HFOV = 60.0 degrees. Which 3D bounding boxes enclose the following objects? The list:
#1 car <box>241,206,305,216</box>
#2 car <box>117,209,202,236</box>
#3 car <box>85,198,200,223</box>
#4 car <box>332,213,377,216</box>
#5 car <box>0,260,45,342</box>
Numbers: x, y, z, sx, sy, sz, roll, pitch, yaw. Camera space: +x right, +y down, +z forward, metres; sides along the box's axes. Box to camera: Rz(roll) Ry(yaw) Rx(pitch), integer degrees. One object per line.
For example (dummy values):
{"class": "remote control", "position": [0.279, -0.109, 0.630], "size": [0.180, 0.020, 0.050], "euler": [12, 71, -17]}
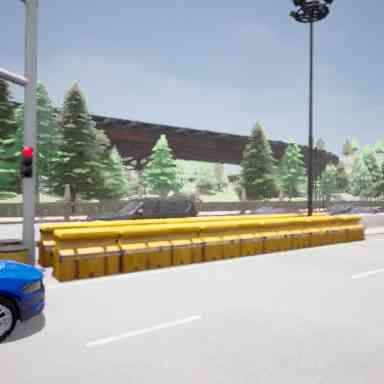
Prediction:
{"class": "car", "position": [5.584, 1.734, 20.875], "size": [4.674, 1.442, 1.812], "euler": [1, -1, -35]}
{"class": "car", "position": [-1.886, 1.724, 19.846], "size": [4.718, 1.301, 1.895], "euler": [1, -1, -35]}
{"class": "car", "position": [-2.155, 1.310, 15.342], "size": [5.566, 2.045, 2.150], "euler": [1, -1, -36]}
{"class": "car", "position": [14.045, 1.886, 26.880], "size": [5.357, 1.411, 2.033], "euler": [1, -1, -35]}
{"class": "car", "position": [-4.765, 1.461, 4.646], "size": [5.008, 1.535, 1.882], "euler": [1, 0, -36]}
